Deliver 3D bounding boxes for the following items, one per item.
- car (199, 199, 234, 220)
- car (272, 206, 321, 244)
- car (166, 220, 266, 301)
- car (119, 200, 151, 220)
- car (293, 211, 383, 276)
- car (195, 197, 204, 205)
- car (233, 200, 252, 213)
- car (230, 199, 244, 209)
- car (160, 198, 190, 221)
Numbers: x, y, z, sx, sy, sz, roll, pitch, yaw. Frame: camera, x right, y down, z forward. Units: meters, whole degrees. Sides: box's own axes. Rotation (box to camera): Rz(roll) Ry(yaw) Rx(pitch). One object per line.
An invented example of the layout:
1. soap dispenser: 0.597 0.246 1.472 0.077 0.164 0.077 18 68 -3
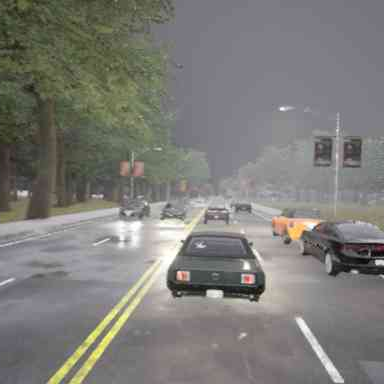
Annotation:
1. car: 1.954 1.614 26.281 2.128 1.511 4.902 2 0 4
2. car: 5.377 1.535 16.783 2.097 1.767 4.553 2 0 4
3. car: 0.607 1.635 8.451 1.895 1.301 4.718 2 0 4
4. car: -4.653 1.441 27.720 2.128 1.511 4.902 2 0 4
5. car: 4.926 1.635 10.829 1.882 1.535 5.008 2 0 4
6. car: 1.726 1.841 67.917 1.812 1.442 4.674 2 0 5
7. car: 6.329 1.783 41.574 1.882 1.535 5.008 2 0 5
8. car: 7.166 1.953 53.565 1.994 1.385 4.181 2 0 4
9. car: -1.416 1.541 27.447 1.837 1.490 4.892 2 0 4
